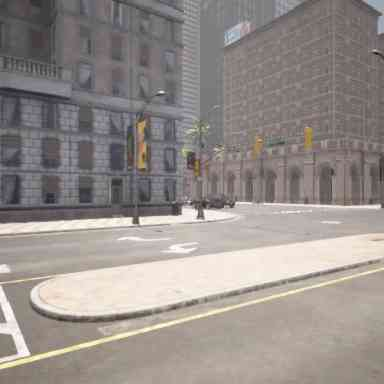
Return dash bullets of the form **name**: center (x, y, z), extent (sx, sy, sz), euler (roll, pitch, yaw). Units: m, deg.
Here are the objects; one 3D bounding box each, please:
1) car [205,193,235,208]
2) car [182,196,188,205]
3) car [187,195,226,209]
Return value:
- **car**: center (3.825, 1.221, 47.901), extent (2.150, 2.045, 5.566), euler (0, 0, -35)
- **car**: center (-1.805, 1.491, 56.212), extent (2.128, 1.511, 4.902), euler (0, 0, -34)
- **car**: center (1.850, 1.478, 44.629), extent (1.882, 1.535, 5.008), euler (0, 0, -35)
